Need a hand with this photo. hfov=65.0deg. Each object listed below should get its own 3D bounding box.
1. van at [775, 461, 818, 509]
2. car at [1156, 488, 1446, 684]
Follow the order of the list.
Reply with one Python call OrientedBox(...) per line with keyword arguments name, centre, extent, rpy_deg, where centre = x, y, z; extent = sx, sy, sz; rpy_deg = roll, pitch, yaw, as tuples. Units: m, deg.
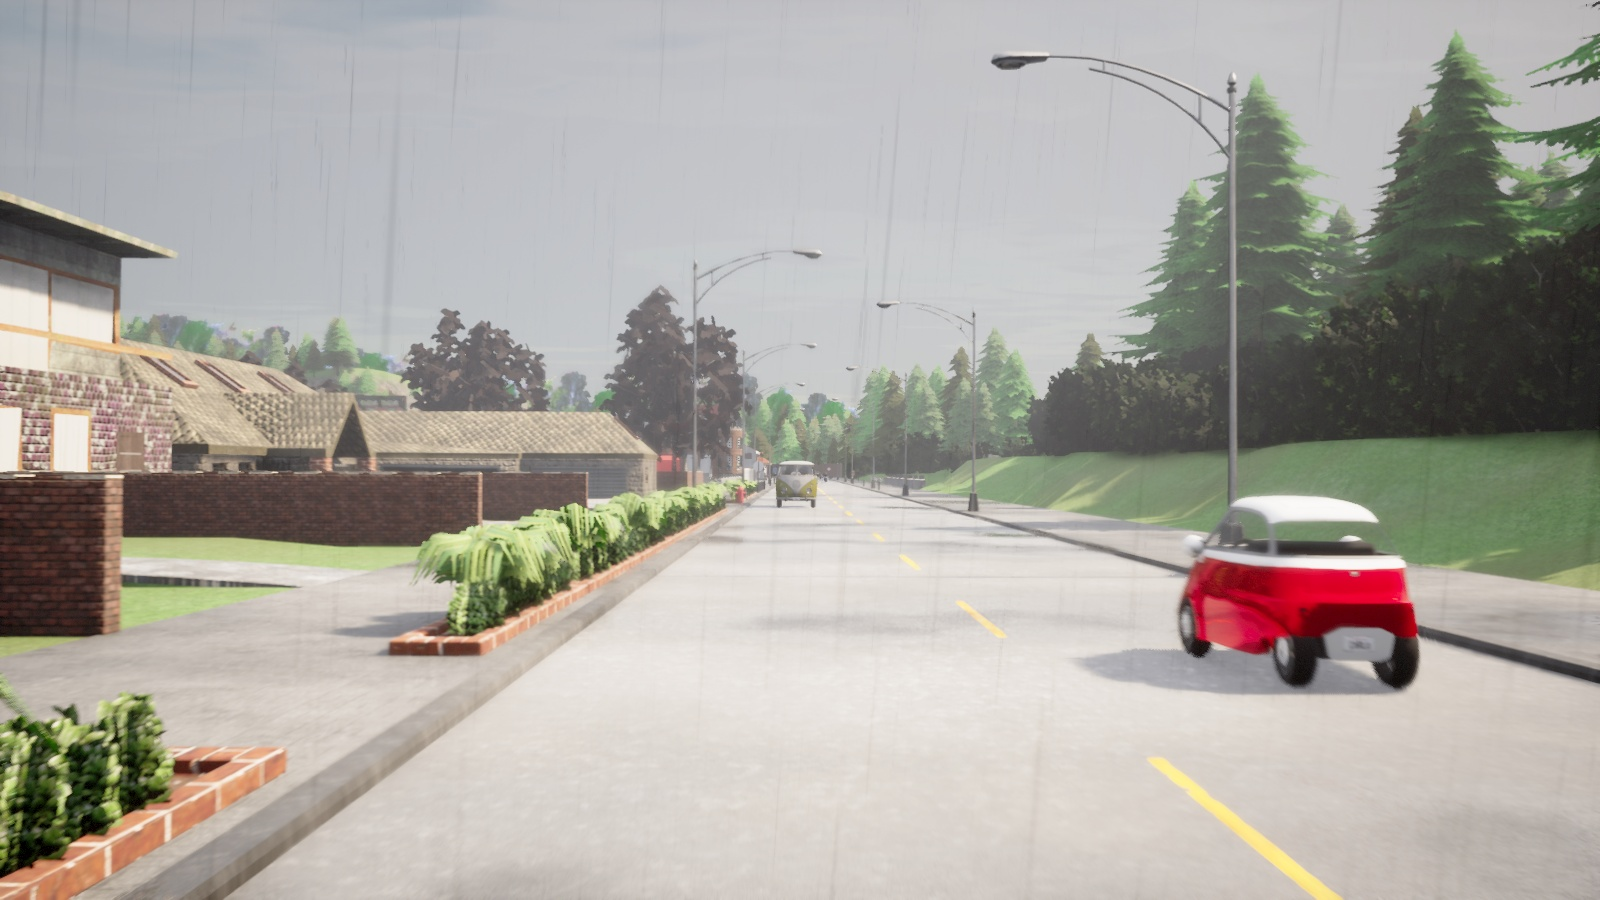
OrientedBox(name="van", centre=(-0.141, 1.471, 53.960), extent=(1.775, 1.987, 4.442), rpy_deg=(0, -1, 0))
OrientedBox(name="car", centre=(3.975, 1.025, 10.283), extent=(1.481, 1.376, 2.207), rpy_deg=(0, 0, 0))
